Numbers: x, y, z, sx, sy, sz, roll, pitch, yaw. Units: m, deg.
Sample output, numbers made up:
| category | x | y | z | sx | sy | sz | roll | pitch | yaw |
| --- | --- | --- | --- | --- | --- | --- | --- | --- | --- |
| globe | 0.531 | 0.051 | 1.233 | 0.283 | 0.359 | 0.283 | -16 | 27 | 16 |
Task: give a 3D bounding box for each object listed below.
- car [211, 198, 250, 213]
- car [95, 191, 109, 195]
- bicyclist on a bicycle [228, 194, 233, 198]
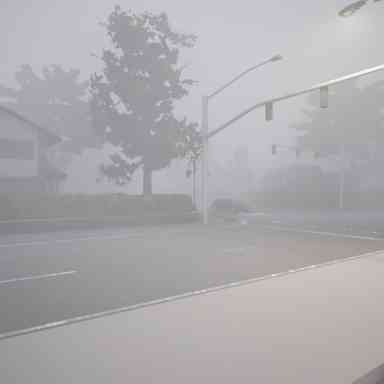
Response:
| category | x | y | z | sx | sy | sz | roll | pitch | yaw |
| --- | --- | --- | --- | --- | --- | --- | --- | --- | --- |
| car | 4.100 | 1.416 | 35.764 | 1.837 | 1.490 | 4.892 | 0 | 0 | -36 |
| car | -20.439 | 0.855 | 75.225 | 2.150 | 2.045 | 5.566 | 0 | 0 | -36 |
| bicyclist on a bicycle | 5.873 | 1.176 | 51.054 | 1.656 | 1.620 | 0.582 | 0 | 0 | -36 |
